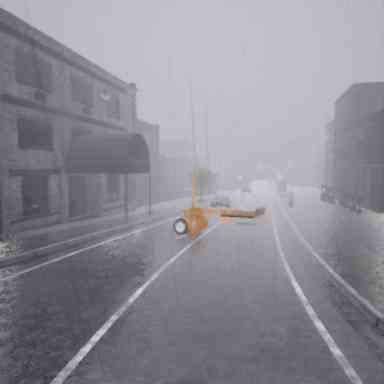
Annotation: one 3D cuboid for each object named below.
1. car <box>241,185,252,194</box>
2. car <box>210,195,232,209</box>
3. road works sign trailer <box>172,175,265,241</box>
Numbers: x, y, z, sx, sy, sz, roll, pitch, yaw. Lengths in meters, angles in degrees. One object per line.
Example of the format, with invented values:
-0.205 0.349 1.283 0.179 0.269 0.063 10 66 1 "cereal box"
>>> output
12.459 -0.629 76.289 2.150 2.045 5.566 1 2 13 "car"
3.202 1.052 36.241 1.994 1.385 4.181 1 2 13 "car"
1.247 0.699 14.617 3.560 2.880 2.380 1 1 23 "road works sign trailer"
